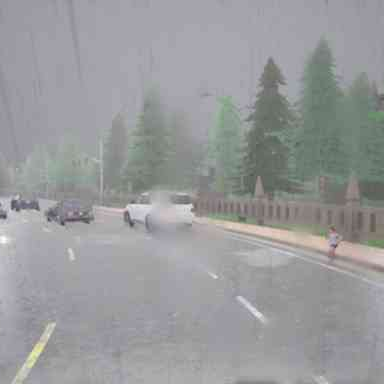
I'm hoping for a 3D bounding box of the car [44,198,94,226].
[{"bbox_3d":[-8.117,1.325,21.755,2.033,1.411,5.357,0,1,-37],"label":"car"}]

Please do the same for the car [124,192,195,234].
[{"bbox_3d":[-1.919,1.033,18.150,2.150,2.045,5.566,0,1,-30],"label":"car"}]

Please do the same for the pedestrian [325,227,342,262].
[{"bbox_3d":[4.299,1.564,10.067,0.500,1.100,0.500,0,1,-16],"label":"pedestrian"}]

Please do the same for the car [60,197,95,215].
[{"bbox_3d":[-10.763,1.245,31.133,1.994,1.385,4.181,0,1,-35],"label":"car"}]

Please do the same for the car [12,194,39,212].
[{"bbox_3d":[-17.071,1.009,33.902,2.097,1.767,4.553,0,1,-35],"label":"car"}]

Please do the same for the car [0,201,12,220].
[{"bbox_3d":[-14.961,1.351,24.803,1.895,1.301,4.718,0,1,-35],"label":"car"}]
